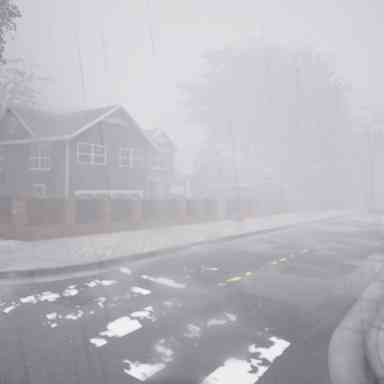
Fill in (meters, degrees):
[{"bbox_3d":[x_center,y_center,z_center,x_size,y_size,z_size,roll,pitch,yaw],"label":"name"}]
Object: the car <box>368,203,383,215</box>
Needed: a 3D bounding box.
[{"bbox_3d":[22.894,2.073,40.607,2.033,1.411,5.357,3,1,36],"label":"car"}]
